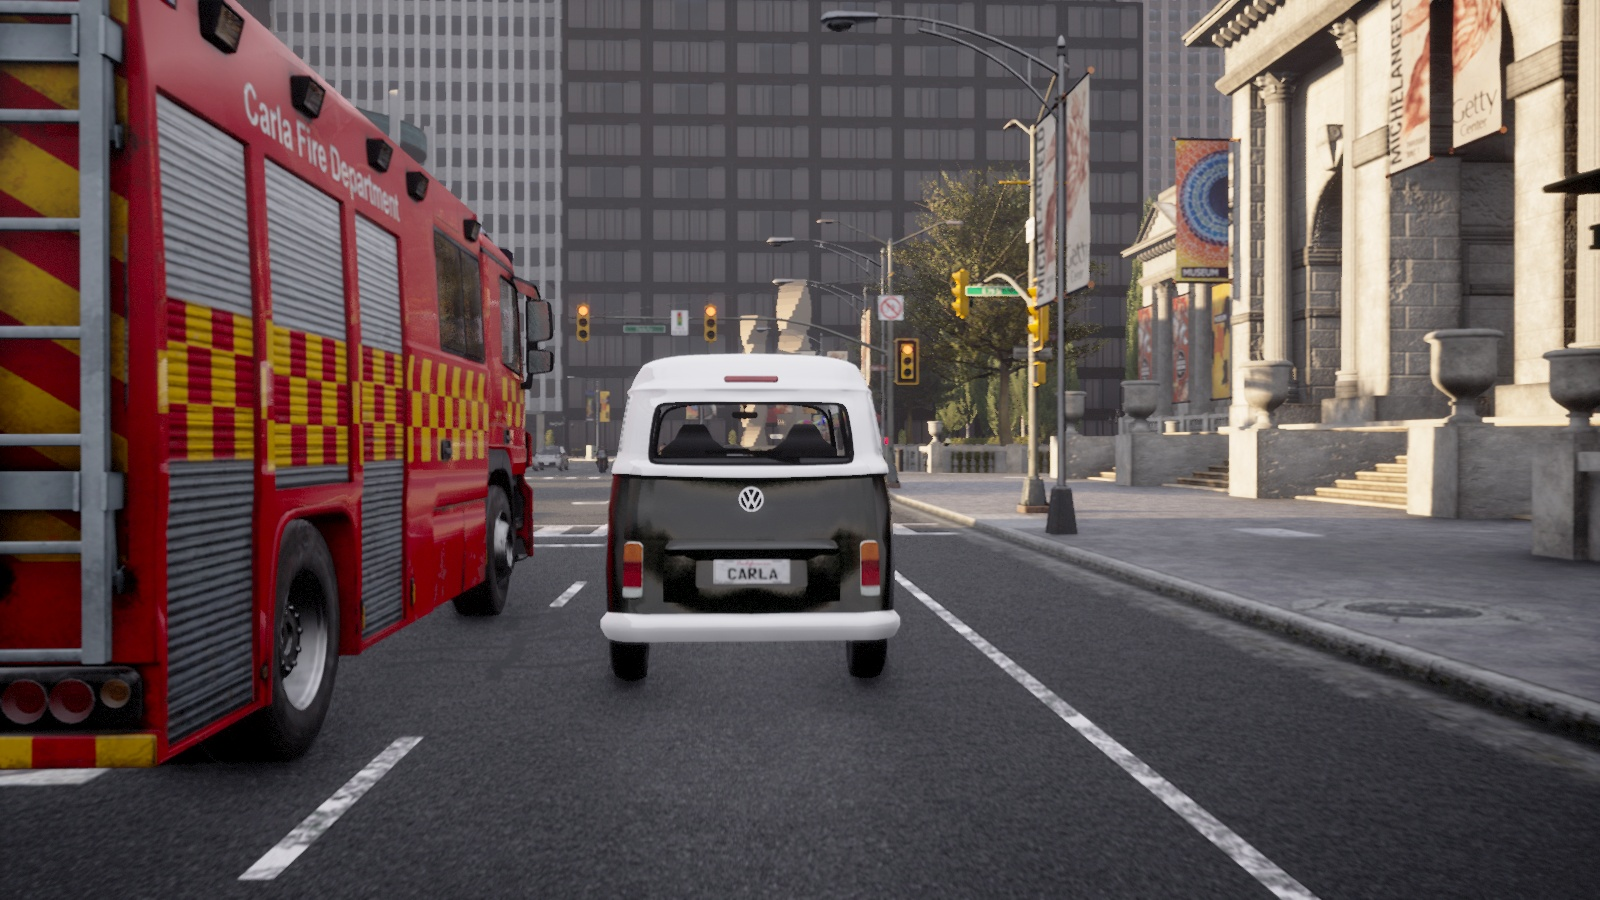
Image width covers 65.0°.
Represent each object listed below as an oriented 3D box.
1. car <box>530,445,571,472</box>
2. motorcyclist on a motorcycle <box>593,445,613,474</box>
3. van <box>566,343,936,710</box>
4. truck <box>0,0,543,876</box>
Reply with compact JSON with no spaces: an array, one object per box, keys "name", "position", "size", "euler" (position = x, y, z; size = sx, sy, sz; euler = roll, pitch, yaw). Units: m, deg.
[{"name":"car","position":[-14.249,0.457,71.961],"size":[1.845,1.501,3.633],"euler":[0,0,-3]},{"name":"motorcyclist on a motorcycle","position":[-10.437,0.503,66.552],"size":[0.866,1.530,2.191],"euler":[0,0,-3]},{"name":"van","position":[-0.385,0.429,9.256],"size":[2.069,2.038,4.480],"euler":[0,0,-3]},{"name":"truck","position":[-3.850,-0.454,8.547],"size":[2.891,3.827,8.468],"euler":[0,0,-3]}]
